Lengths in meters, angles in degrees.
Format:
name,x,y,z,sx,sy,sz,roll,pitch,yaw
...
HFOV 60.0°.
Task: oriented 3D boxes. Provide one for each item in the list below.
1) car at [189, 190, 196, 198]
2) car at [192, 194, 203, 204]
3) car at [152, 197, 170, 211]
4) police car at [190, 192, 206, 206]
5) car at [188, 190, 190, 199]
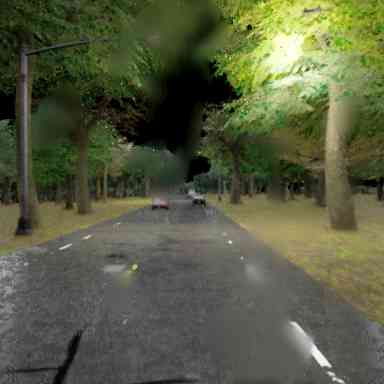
name,x,y,z,sx,sy,sz,roll,pitch,yaw
car,1.020,0.984,65.392,2.097,1.767,4.553,0,1,0
car,1.024,1.178,59.422,1.882,1.535,5.008,0,1,0
car,-3.605,1.371,39.238,1.882,1.535,5.008,0,0,0
police car,1.028,1.226,49.530,1.930,1.638,5.238,0,1,0
car,-0.037,0.872,83.717,1.882,1.535,5.008,0,1,0
